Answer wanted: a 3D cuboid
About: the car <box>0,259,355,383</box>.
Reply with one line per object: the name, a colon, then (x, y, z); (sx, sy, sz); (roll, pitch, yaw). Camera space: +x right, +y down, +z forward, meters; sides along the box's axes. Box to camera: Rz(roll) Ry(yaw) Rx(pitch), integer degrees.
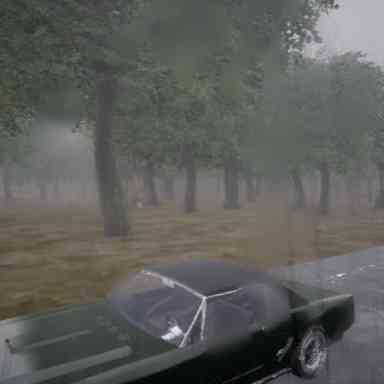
car: (-0.163, 1.602, 3.911); (4.718, 1.301, 1.895); (0, 0, -36)
